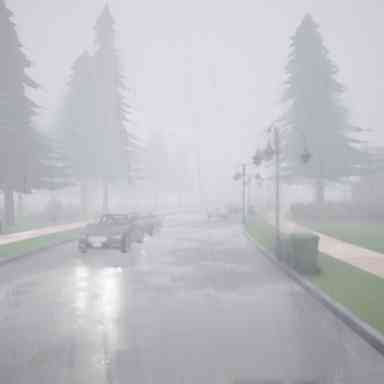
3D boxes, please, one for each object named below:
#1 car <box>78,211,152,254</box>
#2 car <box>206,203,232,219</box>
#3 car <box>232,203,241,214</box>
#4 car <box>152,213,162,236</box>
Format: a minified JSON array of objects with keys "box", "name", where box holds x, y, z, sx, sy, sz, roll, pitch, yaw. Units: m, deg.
[{"box":[-3.350,1.687,14.569,2.128,1.511,4.902,0,-1,3],"name":"car"},{"box":[2.678,1.979,33.863,1.812,1.442,4.674,0,-1,12],"name":"car"},{"box":[5.271,2.154,44.070,1.994,1.385,4.181,0,-1,18],"name":"car"},{"box":[-3.090,1.878,20.257,1.994,1.385,4.181,0,-1,5],"name":"car"}]
